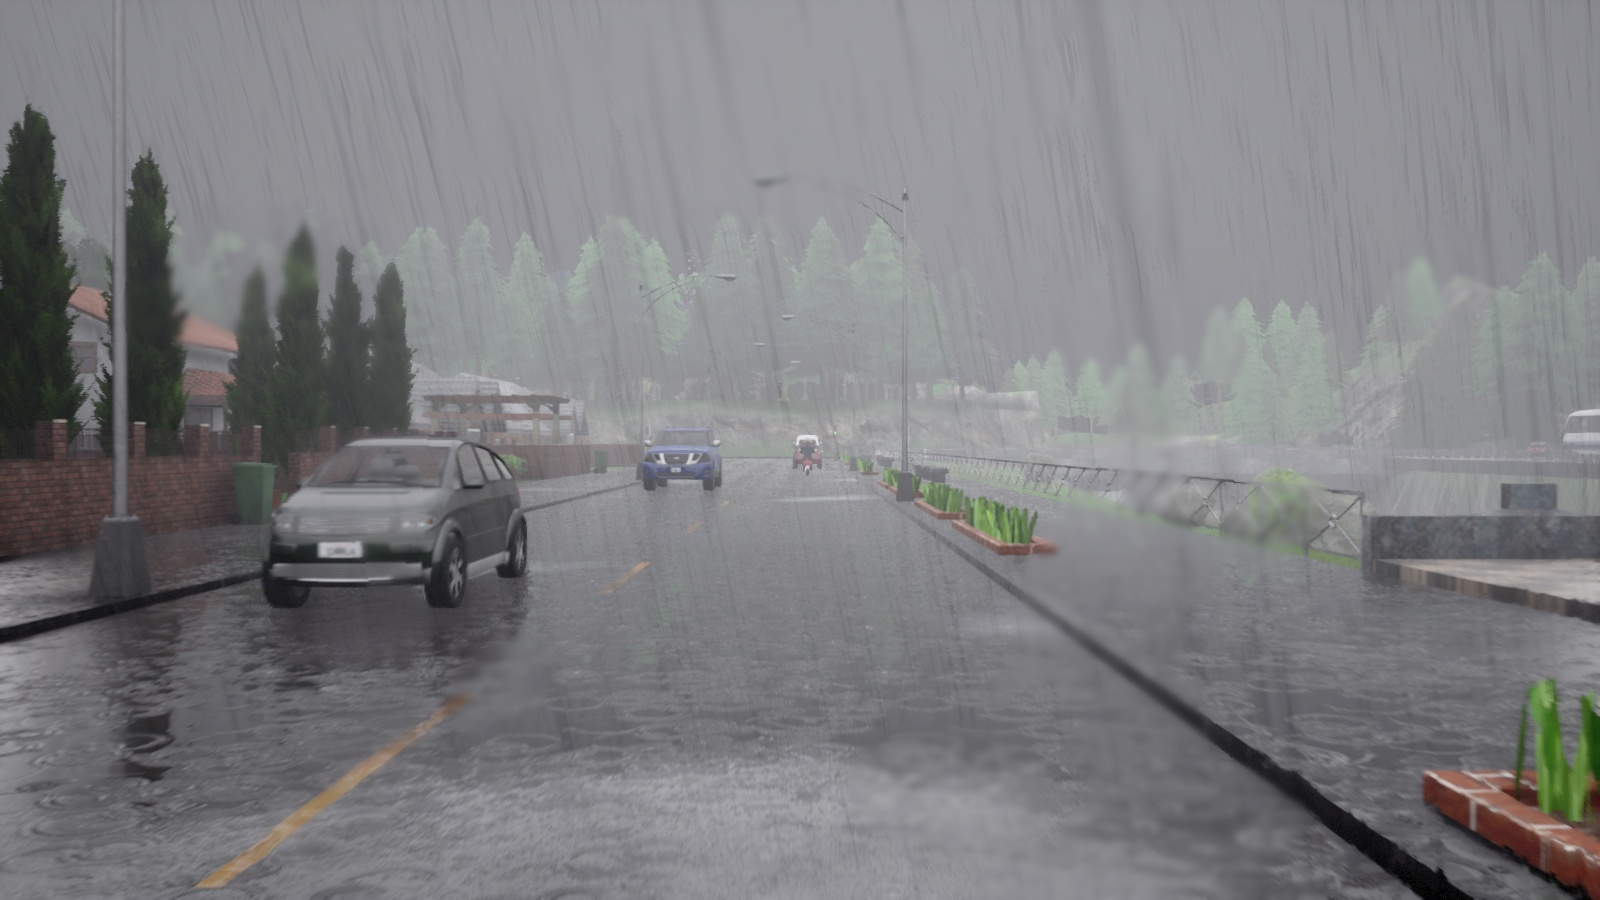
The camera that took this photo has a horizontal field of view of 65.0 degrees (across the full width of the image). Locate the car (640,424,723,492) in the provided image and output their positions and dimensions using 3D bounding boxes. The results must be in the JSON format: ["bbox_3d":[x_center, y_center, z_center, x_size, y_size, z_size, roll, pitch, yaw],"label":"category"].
[{"bbox_3d":[-3.751,0.233,40.683,2.150,2.045,5.566,0,0,0],"label":"car"}]

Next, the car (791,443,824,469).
[{"bbox_3d":[0.437,0.348,73.291,1.845,1.501,3.633,0,0,0],"label":"car"}]

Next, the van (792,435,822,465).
[{"bbox_3d":[0.527,-0.030,88.849,2.069,2.038,4.480,0,0,0],"label":"van"}]

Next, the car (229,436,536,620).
[{"bbox_3d":[-3.914,0.652,12.442,1.789,1.549,3.705,0,0,0],"label":"car"}]
